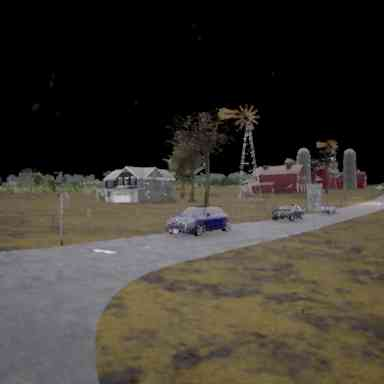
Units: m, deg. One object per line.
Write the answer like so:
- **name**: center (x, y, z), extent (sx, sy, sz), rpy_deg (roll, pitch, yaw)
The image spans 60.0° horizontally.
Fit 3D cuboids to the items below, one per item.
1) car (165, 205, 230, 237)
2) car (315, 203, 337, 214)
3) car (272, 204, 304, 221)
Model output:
- **car**: center (0.410, 1.593, 19.873), extent (2.097, 1.767, 4.553), rpy_deg (-1, -2, 36)
- **car**: center (17.113, 2.137, 42.838), extent (1.895, 1.301, 4.718), rpy_deg (-1, -1, 36)
- **car**: center (9.318, 1.970, 32.163), extent (1.837, 1.490, 4.892), rpy_deg (-1, -1, 36)
